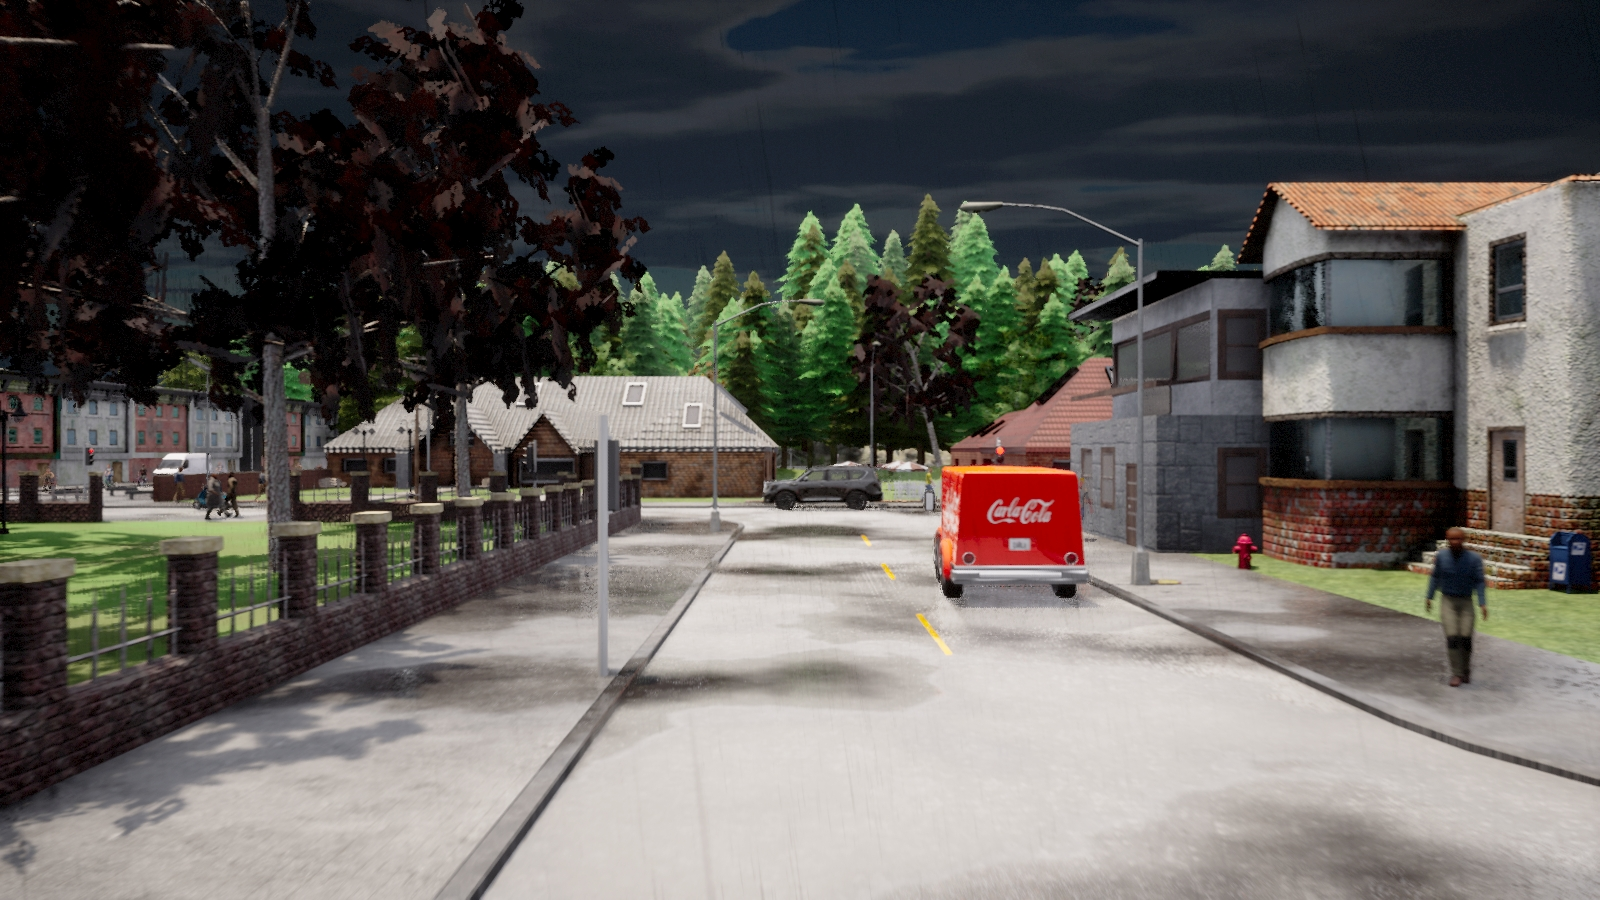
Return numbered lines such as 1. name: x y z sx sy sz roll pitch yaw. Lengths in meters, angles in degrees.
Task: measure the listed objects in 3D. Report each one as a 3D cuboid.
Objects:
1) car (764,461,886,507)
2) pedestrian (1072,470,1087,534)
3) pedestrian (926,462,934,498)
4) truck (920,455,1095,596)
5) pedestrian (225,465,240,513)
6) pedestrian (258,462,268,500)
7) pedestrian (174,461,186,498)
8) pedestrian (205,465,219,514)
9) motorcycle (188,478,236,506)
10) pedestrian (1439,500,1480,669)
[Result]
1. car: 1.148 1.563 53.250 5.566 2.045 2.150 0 0 0
2. pedestrian: 8.244 1.520 33.695 0.375 1.860 0.375 0 0 2
3. pedestrian: 6.682 1.528 58.575 0.375 1.860 0.375 0 0 3
4. truck: 3.970 1.352 22.944 2.627 2.467 5.204 0 0 1
5. pedestrian: -22.367 1.526 45.060 0.375 1.860 0.375 0 0 9
6. pedestrian: -26.683 1.522 56.789 0.375 1.860 0.375 0 0 -12
7. pedestrian: -31.784 1.521 58.576 0.375 1.860 0.375 0 0 0
8. pedestrian: -22.595 1.528 43.909 0.375 1.860 0.375 0 0 1
9. motorcycle: -27.400 1.964 53.275 1.805 1.236 0.856 1 0 0
10. pedestrian: 7.525 1.517 13.038 0.375 1.860 0.375 0 0 36
